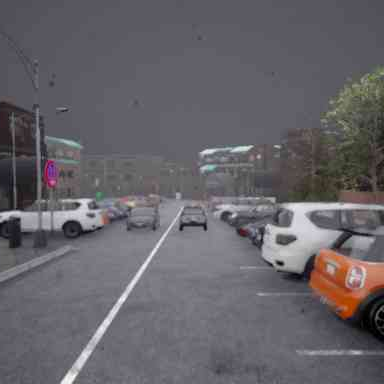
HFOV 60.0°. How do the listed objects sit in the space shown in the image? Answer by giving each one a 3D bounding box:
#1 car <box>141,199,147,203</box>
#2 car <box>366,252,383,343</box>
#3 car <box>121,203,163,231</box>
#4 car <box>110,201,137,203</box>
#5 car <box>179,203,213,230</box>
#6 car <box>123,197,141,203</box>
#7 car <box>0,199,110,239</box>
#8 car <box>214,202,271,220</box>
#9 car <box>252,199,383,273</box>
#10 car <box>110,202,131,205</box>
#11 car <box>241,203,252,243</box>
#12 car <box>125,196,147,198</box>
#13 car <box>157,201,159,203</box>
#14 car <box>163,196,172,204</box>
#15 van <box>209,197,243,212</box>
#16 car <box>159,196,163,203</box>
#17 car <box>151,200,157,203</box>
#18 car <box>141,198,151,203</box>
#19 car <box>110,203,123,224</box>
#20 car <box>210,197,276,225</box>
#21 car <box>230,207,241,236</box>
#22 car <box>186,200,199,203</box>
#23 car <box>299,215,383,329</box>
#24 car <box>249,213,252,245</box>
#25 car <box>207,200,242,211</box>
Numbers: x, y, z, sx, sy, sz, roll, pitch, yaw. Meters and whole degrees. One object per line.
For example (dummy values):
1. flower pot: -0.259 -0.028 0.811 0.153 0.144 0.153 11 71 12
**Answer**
1. car: -7.703 1.810 35.711 4.892 1.521 2.231 0 -1 0
2. car: 4.676 1.540 3.198 4.792 1.488 2.163 0 -1 0
3. car: -3.110 1.709 22.079 1.837 1.490 4.892 0 -1 0
4. car: -7.724 1.786 29.960 4.792 1.488 2.163 0 -1 0
5. car: 0.090 1.759 22.976 2.033 1.411 5.357 0 -1 0
6. car: -7.727 1.657 32.900 4.553 1.767 2.185 0 -1 0
7. car: -7.717 1.397 18.210 5.566 2.045 2.435 0 -1 0
8. car: 4.629 1.766 31.132 5.008 1.535 2.097 0 -1 0
9. car: 4.673 1.310 8.787 5.566 2.045 2.435 0 -1 0
10. car: -7.690 1.769 27.021 4.674 1.452 2.002 0 -1 0
11. car: 4.674 1.487 14.371 4.553 1.767 2.185 0 -1 0
12. car: -7.671 1.760 44.656 4.553 1.767 2.185 0 0 0
13. car: -7.708 1.889 47.486 5.008 1.535 2.097 0 0 0
14. car: -5.639 1.475 64.457 2.128 1.511 4.902 -1 3 -29
15. van: 4.512 1.662 45.098 4.442 1.987 1.878 0 0 0
16. car: -7.676 1.617 50.429 5.566 2.045 2.435 0 0 0
17. car: -7.515 1.861 41.714 5.366 1.575 1.946 0 -1 0
18. car: -7.884 1.834 38.774 5.366 1.575 1.946 0 -1 0
19. car: -7.689 1.741 23.959 4.674 1.452 2.002 0 -1 0
20. car: 4.608 1.489 28.340 5.566 2.045 2.435 0 -1 0
21. car: 4.611 1.668 17.165 4.792 1.488 2.163 0 -1 0
22. car: 0.082 1.728 40.949 2.097 1.767 4.553 0 -1 0
23. car: 4.616 1.410 5.991 4.553 1.767 2.185 0 -1 0
24. car: 4.674 1.617 11.576 4.792 1.488 2.163 0 -1 0
25. car: 4.621 1.888 47.906 4.892 1.521 2.231 0 1 0
